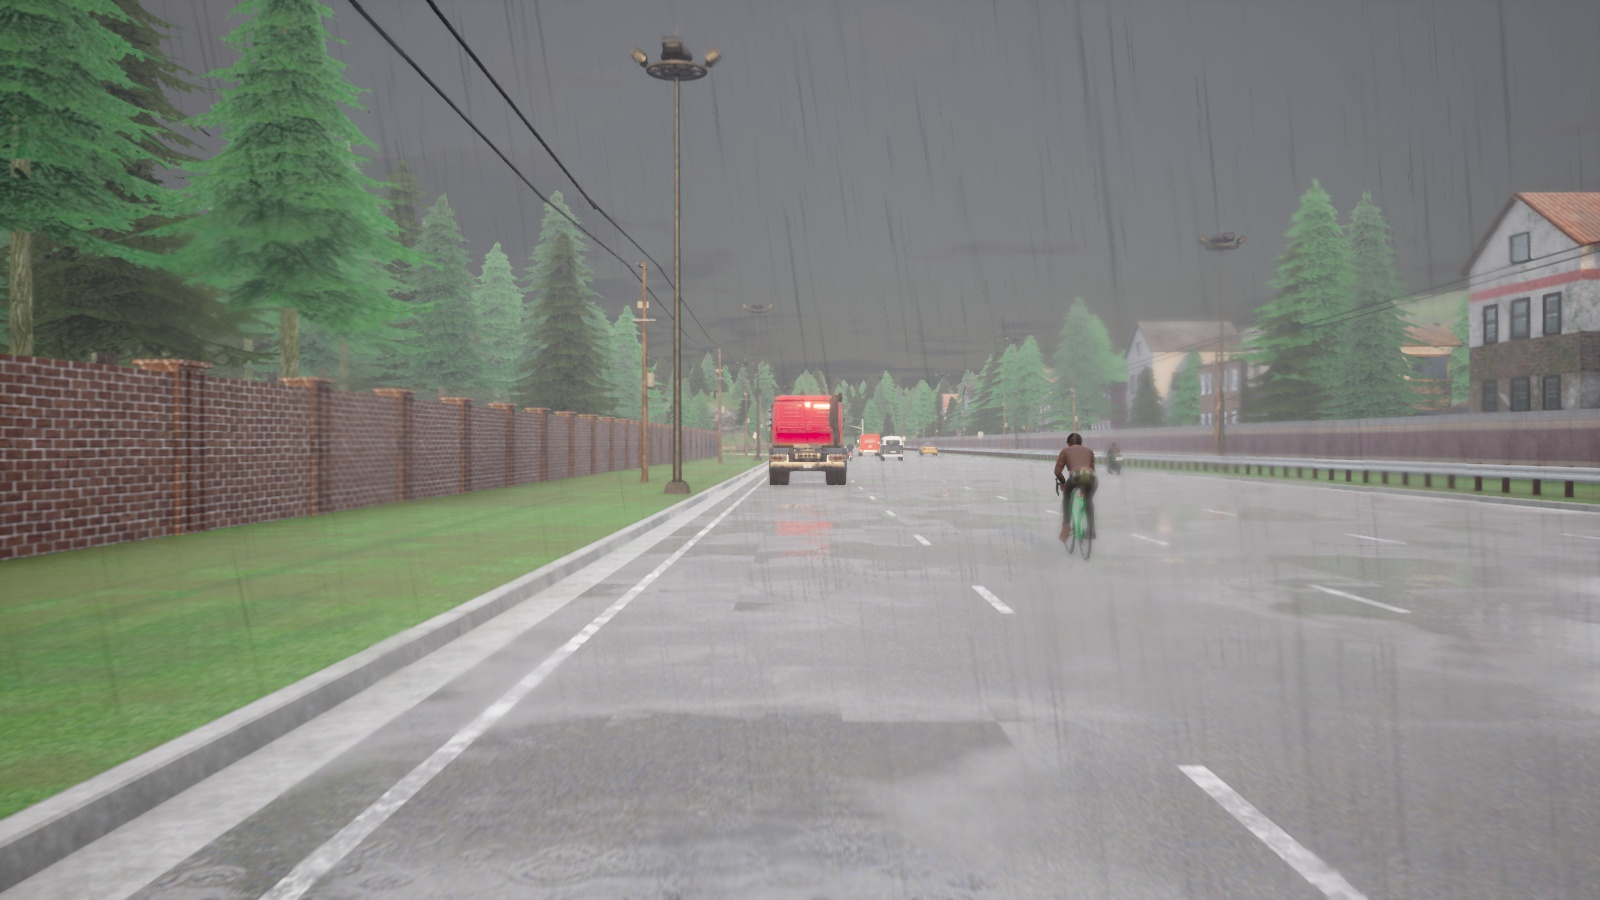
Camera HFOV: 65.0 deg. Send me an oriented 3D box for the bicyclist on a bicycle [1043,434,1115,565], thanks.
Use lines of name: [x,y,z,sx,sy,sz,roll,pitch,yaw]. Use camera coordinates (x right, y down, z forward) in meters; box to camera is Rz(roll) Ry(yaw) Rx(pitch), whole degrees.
bicyclist on a bicycle: [3.609,0.610,16.360,0.582,1.620,1.656,0,0,0]

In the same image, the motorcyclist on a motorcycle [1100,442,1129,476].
motorcyclist on a motorcycle: [14.343,0.417,57.315,0.797,1.523,2.044,0,0,0]

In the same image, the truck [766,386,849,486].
truck: [0.287,-0.503,47.458,2.891,3.462,7.936,0,0,0]
